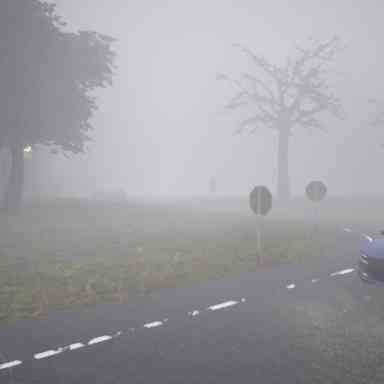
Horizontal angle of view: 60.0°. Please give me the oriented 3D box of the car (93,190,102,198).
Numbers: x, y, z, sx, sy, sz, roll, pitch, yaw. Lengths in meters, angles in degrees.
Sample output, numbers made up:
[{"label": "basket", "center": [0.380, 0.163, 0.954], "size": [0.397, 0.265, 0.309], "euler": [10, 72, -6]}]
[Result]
[{"label": "car", "center": [-16.725, 0.367, 61.172], "size": [2.128, 1.511, 4.902], "euler": [1, -1, -36]}]

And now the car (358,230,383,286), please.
[{"label": "car", "center": [6.025, 1.353, 8.165], "size": [5.008, 1.535, 1.882], "euler": [-2, 1, -36]}]

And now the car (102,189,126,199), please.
[{"label": "car", "center": [-12.751, 0.254, 55.758], "size": [2.097, 1.767, 4.553], "euler": [1, 0, -35]}]
